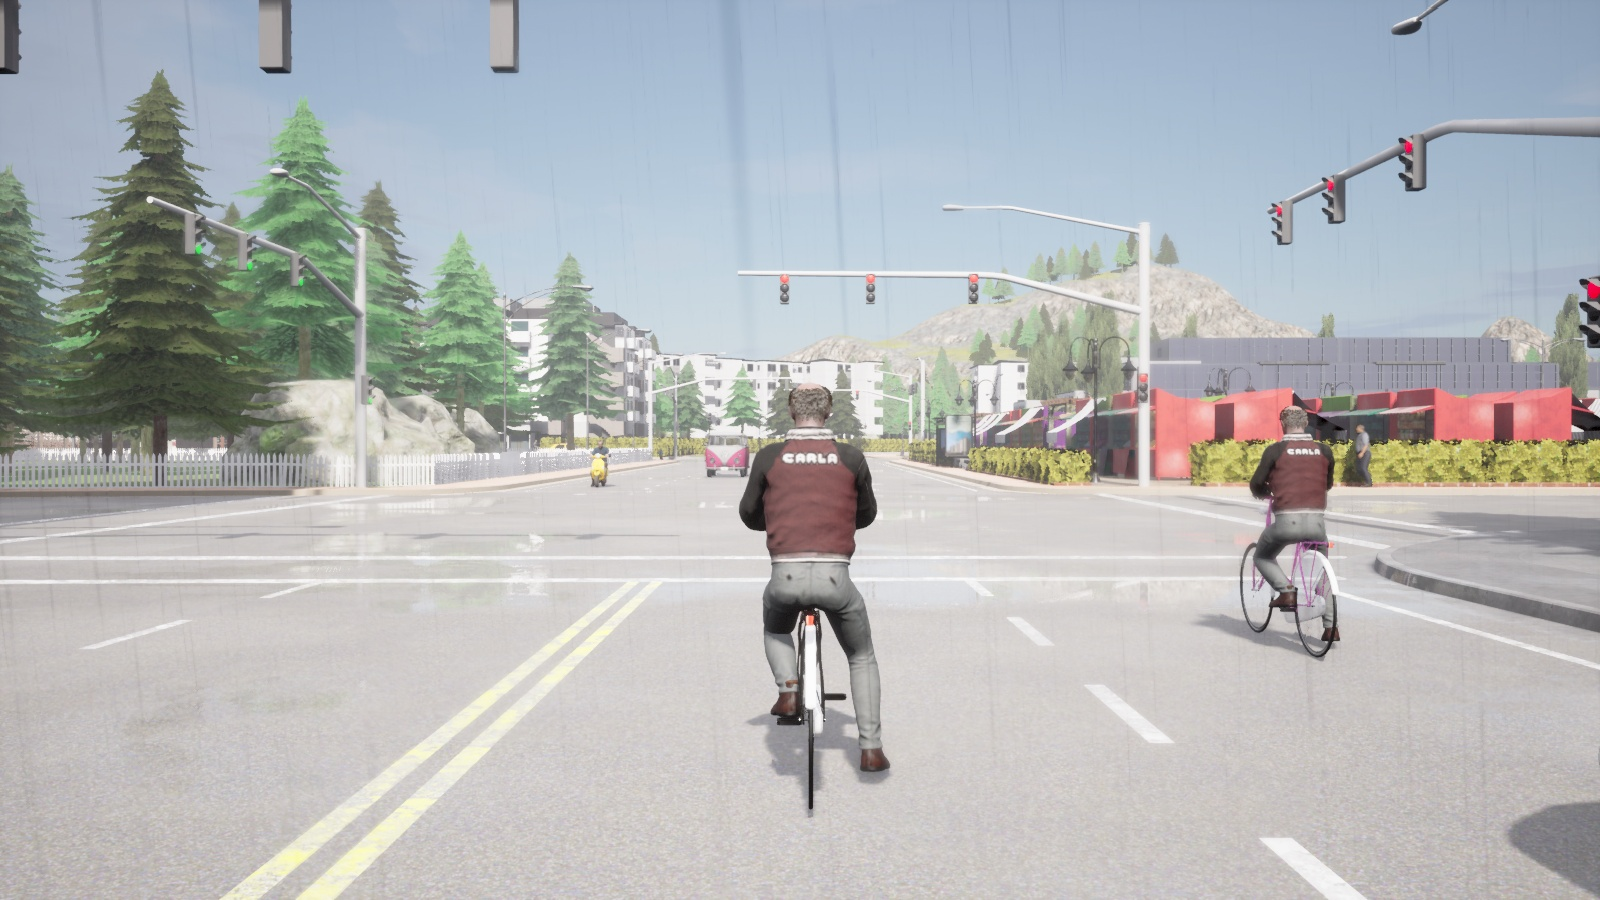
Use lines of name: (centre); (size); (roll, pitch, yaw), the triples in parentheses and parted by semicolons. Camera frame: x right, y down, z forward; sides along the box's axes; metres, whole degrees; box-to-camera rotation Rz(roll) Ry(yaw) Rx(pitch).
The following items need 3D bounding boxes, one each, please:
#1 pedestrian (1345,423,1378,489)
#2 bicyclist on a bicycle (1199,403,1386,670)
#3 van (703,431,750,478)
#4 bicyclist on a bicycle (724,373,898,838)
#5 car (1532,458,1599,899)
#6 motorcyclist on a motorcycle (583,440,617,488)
pedestrian: (15.846, 0.158, 35.423); (0.694, 1.848, 0.540); (0, 0, 3)
bicyclist on a bicycle: (3.564, 0.568, 9.269); (0.659, 1.776, 1.843); (0, 1, 0)
van: (-3.193, 0.185, 55.256); (1.775, 1.987, 4.442); (0, 0, 0)
bicyclist on a bicycle: (0.046, 0.585, 5.708); (0.659, 1.776, 1.843); (0, 1, 0)
car: (3.526, 0.763, 2.164); (1.812, 1.442, 4.674); (0, 0, 0)
motorcyclist on a motorcycle: (-6.760, 0.454, 42.533); (0.866, 1.590, 1.817); (0, 0, 0)
